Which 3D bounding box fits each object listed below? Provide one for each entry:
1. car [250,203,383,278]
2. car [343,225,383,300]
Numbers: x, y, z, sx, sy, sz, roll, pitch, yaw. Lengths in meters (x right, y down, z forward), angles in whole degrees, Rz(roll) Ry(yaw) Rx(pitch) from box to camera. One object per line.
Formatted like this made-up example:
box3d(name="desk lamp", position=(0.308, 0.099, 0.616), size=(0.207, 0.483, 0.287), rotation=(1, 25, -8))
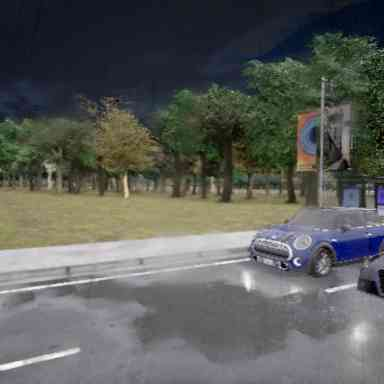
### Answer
box3d(name="car", position=(3.911, 1.230, 9.811), size=(4.553, 1.767, 2.097), rotation=(0, 1, -31))
box3d(name="car", position=(5.391, 1.508, 6.915), size=(4.181, 1.385, 1.994), rotation=(0, 1, -31))
